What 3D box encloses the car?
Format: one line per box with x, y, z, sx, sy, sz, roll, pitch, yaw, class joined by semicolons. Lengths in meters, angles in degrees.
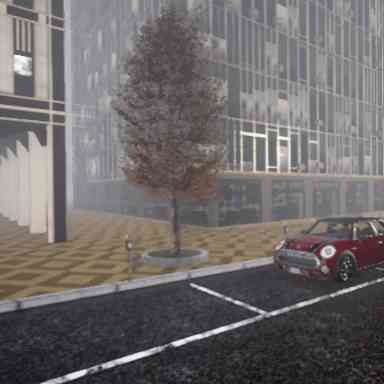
4.212;1.458;9.542;4.097;1.590;1.967;0;-1;-36;car
